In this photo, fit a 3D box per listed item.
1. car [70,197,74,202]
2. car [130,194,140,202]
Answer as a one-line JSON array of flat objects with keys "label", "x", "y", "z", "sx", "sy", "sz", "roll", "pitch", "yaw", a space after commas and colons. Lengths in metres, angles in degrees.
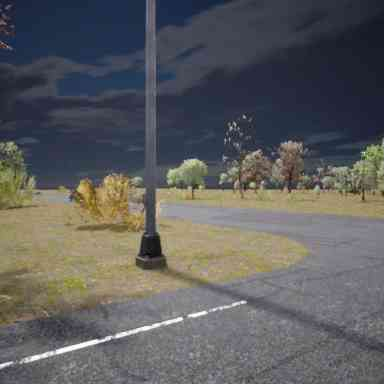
[{"label": "car", "x": -18.635, "y": 0.649, "z": 55.473, "sx": 2.150, "sy": 2.045, "sz": 5.566, "roll": -1, "pitch": 1, "yaw": -35}, {"label": "car", "x": -9.621, "y": 0.959, "z": 54.987, "sx": 1.994, "sy": 1.385, "sz": 4.181, "roll": -1, "pitch": 1, "yaw": -35}]
